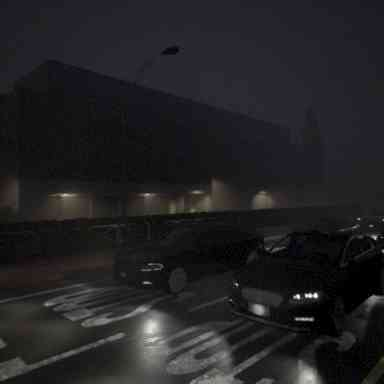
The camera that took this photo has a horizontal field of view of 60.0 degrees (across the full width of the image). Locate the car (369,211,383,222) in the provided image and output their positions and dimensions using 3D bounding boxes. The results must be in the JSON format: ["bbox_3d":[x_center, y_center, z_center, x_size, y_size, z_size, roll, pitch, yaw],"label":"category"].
[{"bbox_3d":[9.163,1.622,13.653,1.837,1.490,4.892,-2,-1,44],"label":"car"}]

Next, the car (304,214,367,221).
[{"bbox_3d":[6.452,1.749,15.884,1.994,1.385,4.181,-2,-1,45],"label":"car"}]

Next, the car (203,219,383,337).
[{"bbox_3d":[2.698,1.578,6.993,2.128,1.511,4.902,-2,-1,43],"label":"car"}]

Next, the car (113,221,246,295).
[{"bbox_3d":[0.150,1.634,9.463,1.882,1.535,5.008,-2,-1,44],"label":"car"}]

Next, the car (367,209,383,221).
[{"bbox_3d":[12.642,1.814,22.202,1.895,1.301,4.718,-2,-1,44],"label":"car"}]
